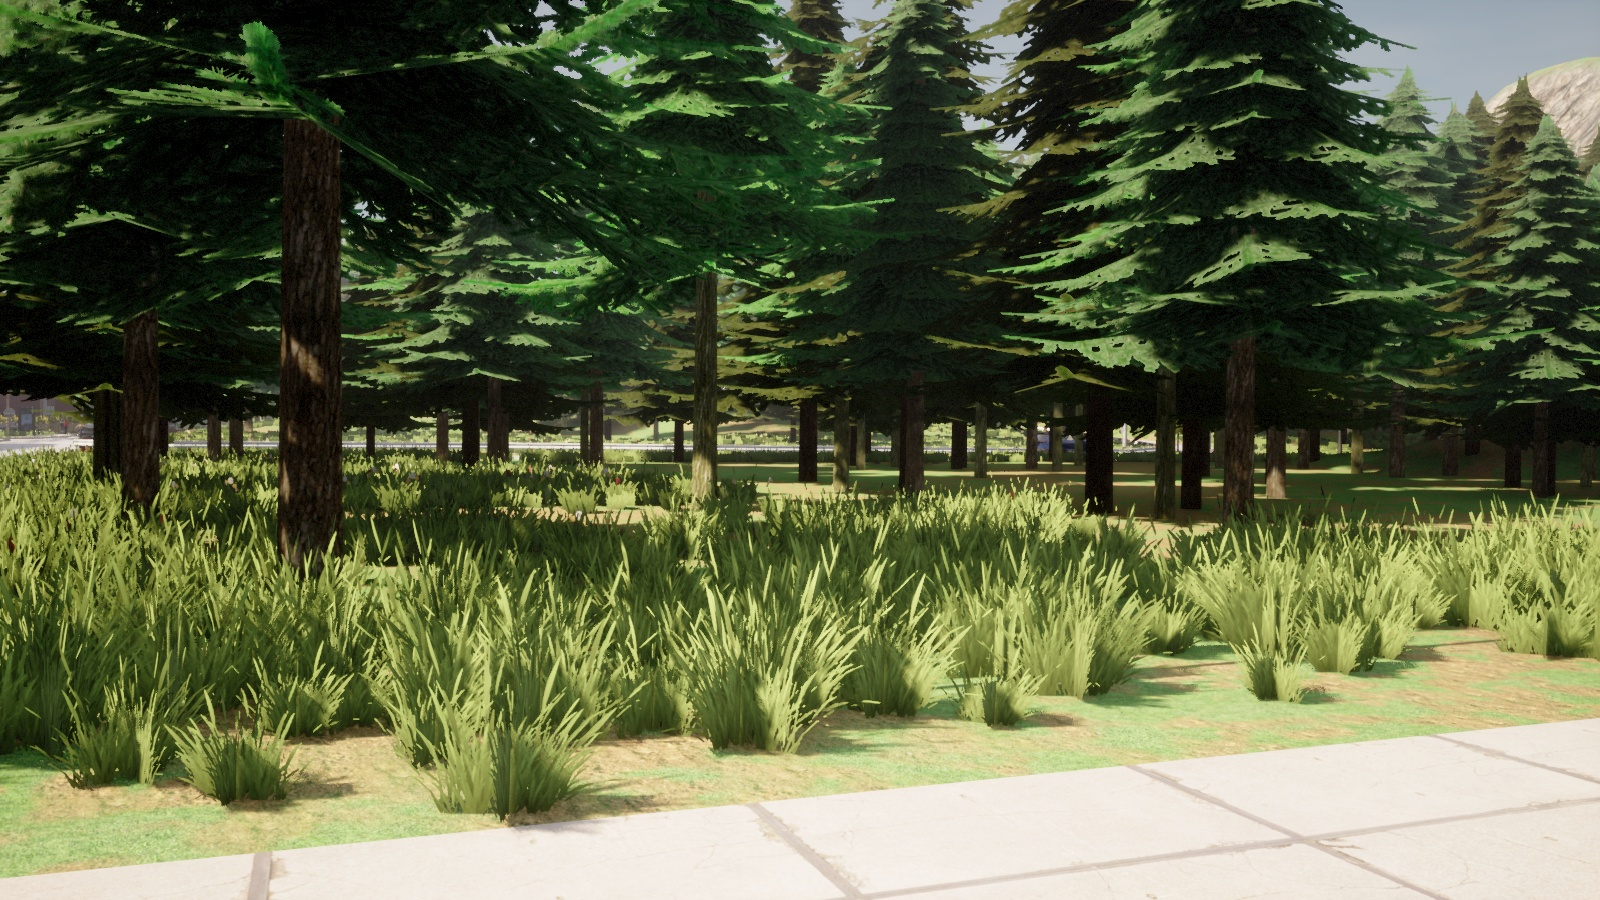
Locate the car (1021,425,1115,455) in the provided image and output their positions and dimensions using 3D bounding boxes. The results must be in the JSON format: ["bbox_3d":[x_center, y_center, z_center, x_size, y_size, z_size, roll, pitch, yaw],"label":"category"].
[{"bbox_3d":[15.093,-0.577,70.702,4.856,1.649,2.033,-1,1,-22],"label":"car"}]
